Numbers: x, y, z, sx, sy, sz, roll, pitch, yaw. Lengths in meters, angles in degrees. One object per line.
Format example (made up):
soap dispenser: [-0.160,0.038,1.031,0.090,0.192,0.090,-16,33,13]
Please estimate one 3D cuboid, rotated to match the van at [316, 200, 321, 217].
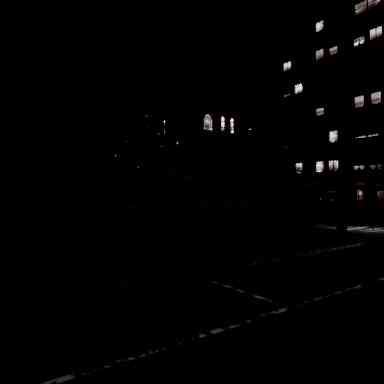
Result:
van: [10.558,1.646,32.580,1.690,1.788,3.998,-1,0,-36]
